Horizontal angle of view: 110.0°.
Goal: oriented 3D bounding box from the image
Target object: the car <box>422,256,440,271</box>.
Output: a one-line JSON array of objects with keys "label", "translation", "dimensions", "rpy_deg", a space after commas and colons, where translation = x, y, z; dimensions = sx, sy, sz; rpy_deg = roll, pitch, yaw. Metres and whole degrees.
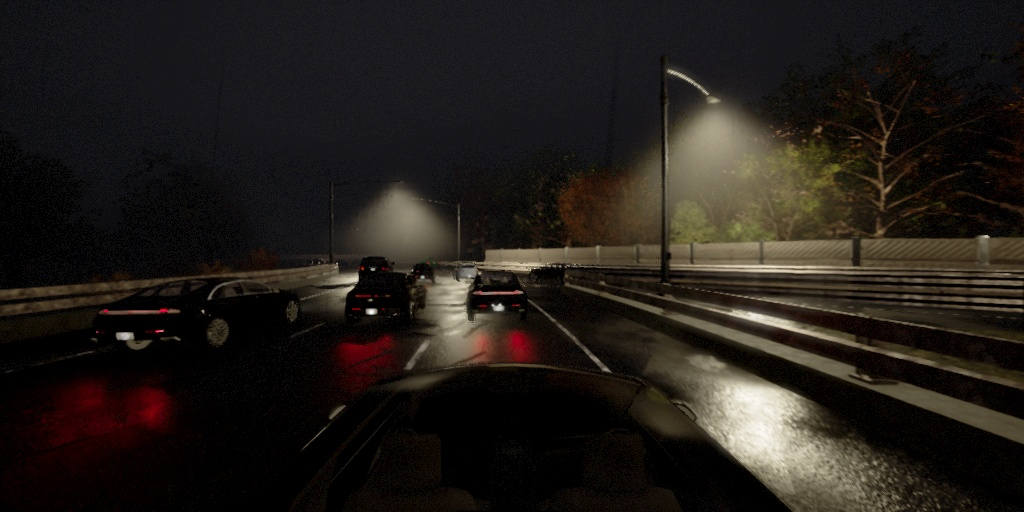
[{"label": "car", "translation": [-11.881, 1.072, 51.383], "dimensions": [2.150, 2.045, 5.566], "rpy_deg": [0, 0, -27]}]

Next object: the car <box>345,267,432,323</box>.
[{"label": "car", "translation": [-4.082, 1.285, 12.265], "dimensions": [1.837, 1.490, 4.892], "rpy_deg": [0, 0, -5]}]

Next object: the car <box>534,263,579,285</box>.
[{"label": "car", "translation": [3.243, 1.270, 26.568], "dimensions": [2.128, 1.511, 4.902], "rpy_deg": [0, 0, -38]}]

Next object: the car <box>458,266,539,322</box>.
[{"label": "car", "translation": [-0.592, 1.260, 12.449], "dimensions": [2.128, 1.511, 4.902], "rpy_deg": [0, 0, -5]}]

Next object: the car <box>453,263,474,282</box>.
[{"label": "car", "translation": [-3.863, 1.333, 30.001], "dimensions": [1.812, 1.442, 4.674], "rpy_deg": [0, 0, -14]}]

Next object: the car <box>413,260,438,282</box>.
[{"label": "car", "translation": [-7.227, 1.323, 29.018], "dimensions": [1.837, 1.490, 4.892], "rpy_deg": [0, 0, -14]}]

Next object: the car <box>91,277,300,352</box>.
[{"label": "car", "translation": [-7.335, 1.279, 9.083], "dimensions": [2.128, 1.511, 4.902], "rpy_deg": [0, 0, -3]}]

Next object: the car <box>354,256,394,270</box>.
[{"label": "car", "translation": [-10.528, 1.049, 28.000], "dimensions": [2.150, 2.045, 5.566], "rpy_deg": [0, 0, -15]}]
